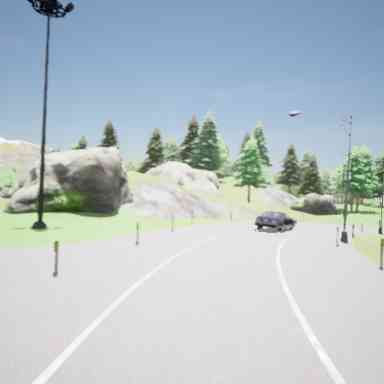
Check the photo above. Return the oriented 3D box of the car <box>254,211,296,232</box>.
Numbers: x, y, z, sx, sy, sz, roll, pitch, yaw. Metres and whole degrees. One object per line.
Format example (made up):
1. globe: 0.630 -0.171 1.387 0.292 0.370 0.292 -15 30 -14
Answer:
1. car: 6.436 2.183 25.357 2.033 1.411 5.357 4 -1 31
